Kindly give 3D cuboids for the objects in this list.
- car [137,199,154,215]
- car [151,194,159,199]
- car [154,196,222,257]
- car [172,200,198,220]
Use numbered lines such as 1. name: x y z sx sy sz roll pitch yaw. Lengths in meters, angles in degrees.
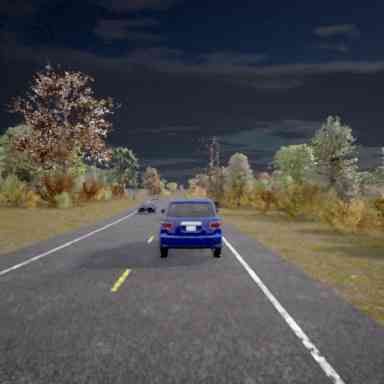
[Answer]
1. car: -4.633 1.671 34.910 1.895 1.301 4.718 0 0 -3
2. car: -8.244 1.305 76.491 2.097 1.767 4.553 0 0 -7
3. car: -0.083 1.250 13.256 2.150 2.045 5.566 0 0 -1
4. car: -0.662 1.549 29.503 2.128 1.511 4.902 0 0 -3
